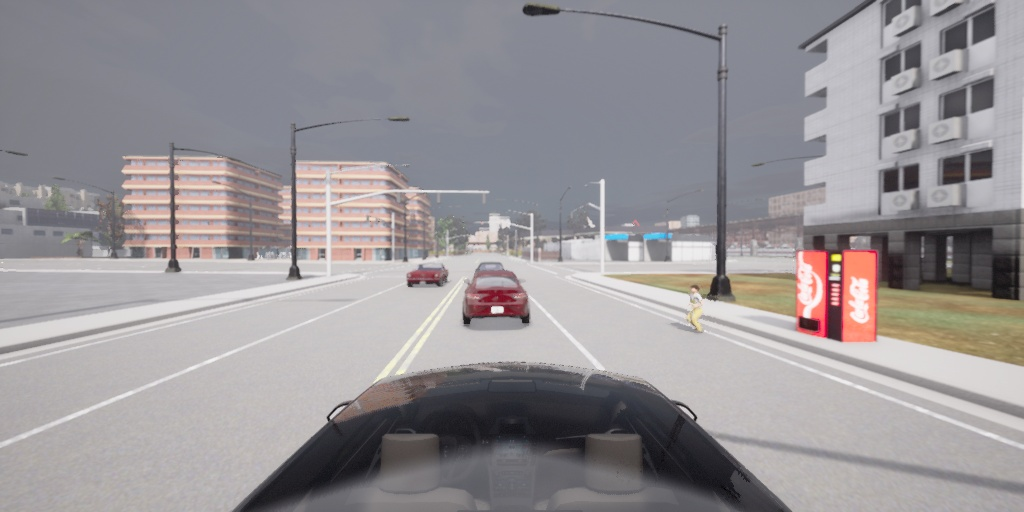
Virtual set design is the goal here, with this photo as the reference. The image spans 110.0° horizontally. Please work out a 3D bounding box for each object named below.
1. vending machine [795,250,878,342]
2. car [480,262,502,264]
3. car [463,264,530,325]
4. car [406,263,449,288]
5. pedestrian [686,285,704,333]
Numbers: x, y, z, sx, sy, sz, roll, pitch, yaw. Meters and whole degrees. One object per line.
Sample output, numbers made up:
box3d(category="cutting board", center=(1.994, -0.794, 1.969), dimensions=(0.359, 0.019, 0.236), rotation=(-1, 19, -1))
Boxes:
box3d(category="vending machine", center=(7.048, 0.847, 7.862), dimensions=(1.100, 2.100, 0.880), rotation=(0, 0, -4))
box3d(category="car", center=(-1.231, 1.024, 20.853), dimensions=(2.033, 1.411, 5.357), rotation=(0, 1, -4))
box3d(category="car", center=(-0.521, 1.142, 11.124), dimensions=(1.812, 1.442, 4.674), rotation=(0, 0, -4))
box3d(category="car", center=(-4.891, 1.077, 21.278), dimensions=(1.895, 1.301, 4.718), rotation=(0, 1, -4))
box3d(category="pedestrian", center=(4.504, 1.217, 8.706), dimensions=(0.375, 1.300, 0.375), rotation=(0, 1, -4))
